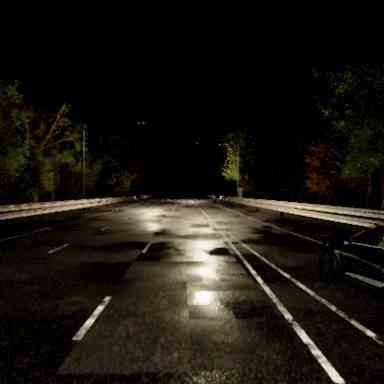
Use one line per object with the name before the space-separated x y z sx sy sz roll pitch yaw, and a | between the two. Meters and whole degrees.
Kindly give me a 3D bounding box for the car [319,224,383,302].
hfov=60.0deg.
car | 4.478 1.430 6.950 2.033 1.649 4.856 0 0 -4
